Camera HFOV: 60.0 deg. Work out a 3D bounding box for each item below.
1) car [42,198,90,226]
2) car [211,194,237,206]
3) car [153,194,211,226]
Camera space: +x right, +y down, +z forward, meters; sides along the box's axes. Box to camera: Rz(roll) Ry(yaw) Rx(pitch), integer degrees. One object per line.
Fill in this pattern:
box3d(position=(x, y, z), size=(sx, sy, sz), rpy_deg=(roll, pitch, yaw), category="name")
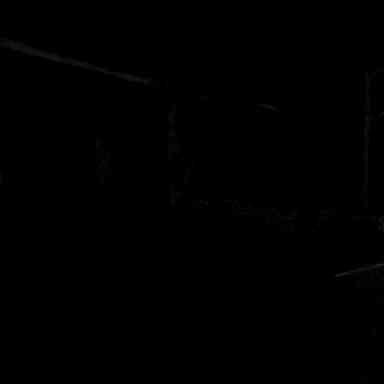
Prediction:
box3d(position=(-8.002, 1.161, 20.907), size=(2.242, 1.667, 4.611), rpy_deg=(0, 1, -33), category="car")
box3d(position=(3.334, 0.938, 40.859), size=(1.895, 1.301, 4.718), rpy_deg=(0, 1, -32), category="car")
box3d(position=(-0.887, 1.053, 20.387), size=(1.905, 1.878, 3.866), rpy_deg=(0, 1, -33), category="car")
